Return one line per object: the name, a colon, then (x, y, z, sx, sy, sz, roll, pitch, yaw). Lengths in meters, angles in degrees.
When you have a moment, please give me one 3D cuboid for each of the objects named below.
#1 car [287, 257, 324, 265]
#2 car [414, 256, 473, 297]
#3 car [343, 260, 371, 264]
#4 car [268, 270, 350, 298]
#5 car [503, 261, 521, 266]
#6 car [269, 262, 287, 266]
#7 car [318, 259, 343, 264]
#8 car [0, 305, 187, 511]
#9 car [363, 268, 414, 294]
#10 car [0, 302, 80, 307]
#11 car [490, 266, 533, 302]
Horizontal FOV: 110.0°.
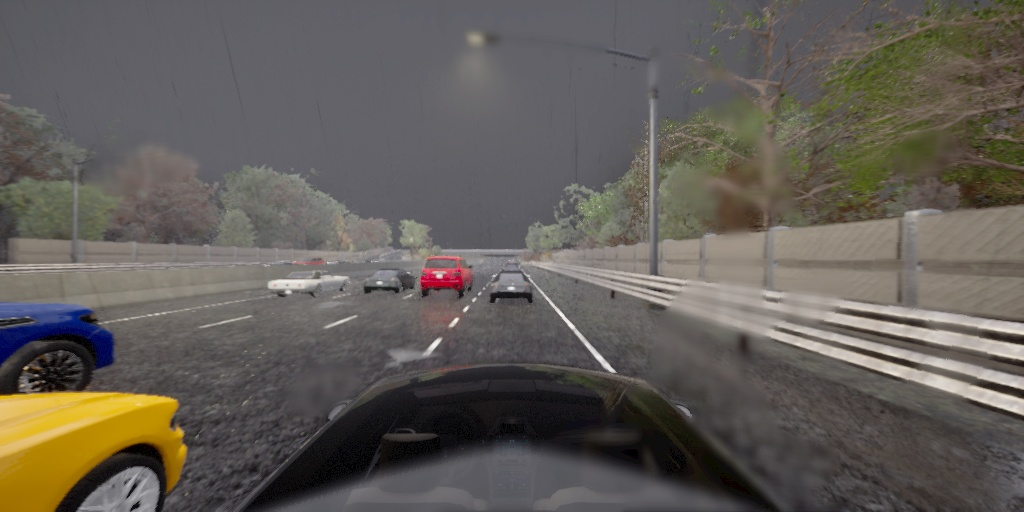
car: (-28.130, 1.151, 49.842, 2.150, 2.045, 5.566, 0, 0, 0)
car: (-3.437, 1.046, 19.665, 2.150, 2.045, 5.566, 0, 0, 0)
car: (-21.142, 1.304, 50.186, 2.097, 1.767, 4.553, 0, 0, 0)
car: (-10.432, 1.403, 18.938, 1.895, 1.301, 4.718, 0, 0, 0)
car: (-0.077, 1.509, 40.192, 1.994, 1.385, 4.181, 0, 0, 0)
car: (-31.621, 1.468, 49.647, 2.033, 1.411, 5.357, 0, 0, 1)
car: (-24.637, 1.468, 50.074, 1.812, 1.442, 4.674, 0, 0, 0)
car: (-3.397, 1.214, 0.636, 1.882, 1.535, 5.008, 0, 0, 0)
car: (-6.935, 1.385, 20.775, 1.994, 1.385, 4.181, 0, 0, 0)
car: (-6.900, 0.958, 2.834, 2.150, 2.045, 5.566, 0, 0, 0)
car: (-0.033, 1.388, 17.544, 1.994, 1.385, 4.181, 0, 0, 0)
